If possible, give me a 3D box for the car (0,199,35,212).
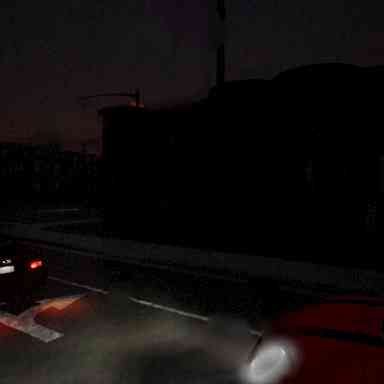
[{"bbox_3d":[-21.044,1.564,39.663,1.994,1.385,4.181,0,0,36],"label":"car"}]

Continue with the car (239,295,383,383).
[{"bbox_3d":[2.569,1.352,2.163,4.553,1.767,2.097,0,0,36],"label":"car"}]

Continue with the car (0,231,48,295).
[{"bbox_3d":[-5.566,1.547,7.940,5.357,1.411,2.033,0,0,38],"label":"car"}]

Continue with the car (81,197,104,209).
[{"bbox_3d":[-12.758,1.491,45.217,2.128,1.511,4.902,0,0,36],"label":"car"}]
